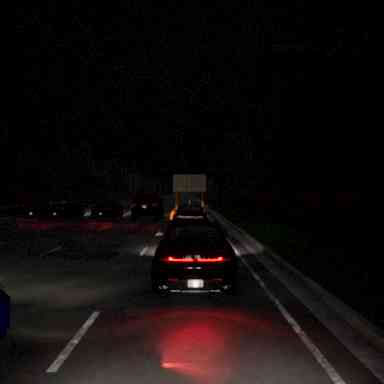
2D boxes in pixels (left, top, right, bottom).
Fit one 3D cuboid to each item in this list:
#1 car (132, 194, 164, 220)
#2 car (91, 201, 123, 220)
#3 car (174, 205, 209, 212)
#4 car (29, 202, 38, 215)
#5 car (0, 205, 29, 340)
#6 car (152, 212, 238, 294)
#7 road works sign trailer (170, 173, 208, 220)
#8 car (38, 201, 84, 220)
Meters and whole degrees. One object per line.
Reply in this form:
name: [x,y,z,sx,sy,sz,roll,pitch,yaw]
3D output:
car: [-3.596,1.207,27.613,2.150,2.045,5.566,0,0,0]
car: [-7.101,1.478,28.206,2.128,1.511,4.902,0,0,0]
car: [-0.048,1.478,19.171,2.128,1.511,4.902,1,0,1]
car: [-14.127,1.584,31.369,1.895,1.301,4.718,0,0,0]
car: [-3.407,1.221,1.923,2.150,2.045,5.566,0,0,0]
car: [0.052,1.500,8.785,1.837,1.490,4.892,0,0,0]
road works sign trailer: [-0.174,0.452,23.040,2.380,3.560,2.880,0,0,-3]
car: [-10.600,1.477,28.081,2.128,1.511,4.902,0,0,0]
